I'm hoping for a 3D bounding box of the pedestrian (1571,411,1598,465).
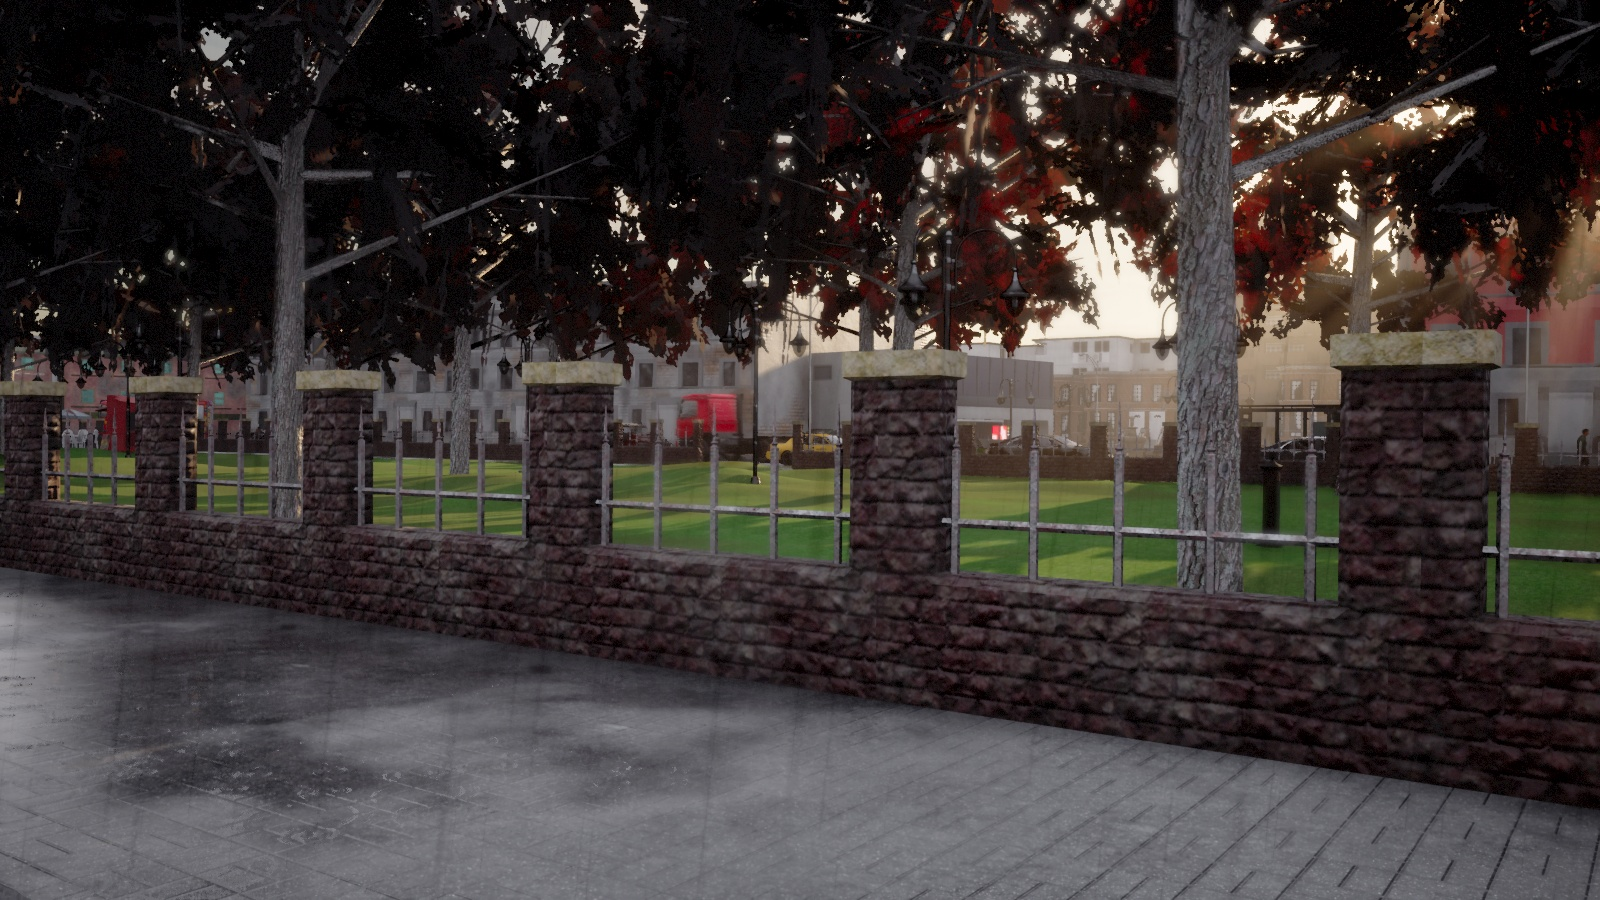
[{"bbox_3d":[28.433,-0.438,45.492,0.788,1.949,0.423,0,1,38],"label":"pedestrian"}]

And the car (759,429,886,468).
[{"bbox_3d":[0.911,-0.077,54.100,5.366,1.575,1.801,0,1,35],"label":"car"}]

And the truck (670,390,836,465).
[{"bbox_3d":[-2.346,-1.066,61.260,7.936,3.462,2.891,0,1,35],"label":"truck"}]

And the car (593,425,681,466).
[{"bbox_3d":[-7.828,-0.224,60.238,3.866,1.878,1.905,0,1,35],"label":"car"}]

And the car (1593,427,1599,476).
[{"bbox_3d":[25.908,0.024,36.535,4.674,1.442,1.812,0,1,36],"label":"car"}]

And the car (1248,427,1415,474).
[{"bbox_3d":[17.818,-0.001,42.210,4.892,1.490,1.837,0,1,35],"label":"car"}]

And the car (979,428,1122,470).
[{"bbox_3d":[9.552,-0.055,48.023,4.902,1.511,2.128,0,1,35],"label":"car"}]
